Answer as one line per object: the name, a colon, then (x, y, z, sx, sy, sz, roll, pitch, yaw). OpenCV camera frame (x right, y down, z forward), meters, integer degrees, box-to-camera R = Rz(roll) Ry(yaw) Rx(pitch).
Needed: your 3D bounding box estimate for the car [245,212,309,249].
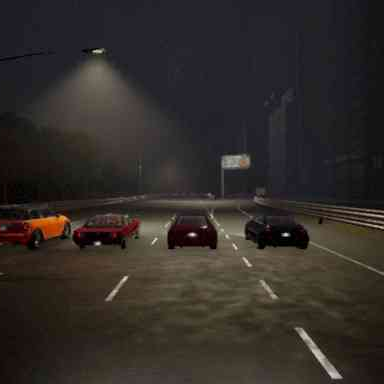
car: (3.523, 1.574, 14.463, 1.994, 1.385, 4.181, 0, 0, 0)

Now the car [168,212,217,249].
car: (0.023, 1.574, 14.474, 1.994, 1.385, 4.181, 0, 0, 0)

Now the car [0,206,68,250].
car: (-6.977, 1.368, 14.466, 2.097, 1.767, 4.553, 0, 0, 0)

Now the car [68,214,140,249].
car: (-3.477, 1.618, 14.515, 1.895, 1.301, 4.718, 0, 0, 0)
